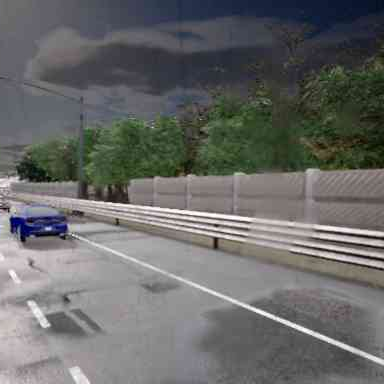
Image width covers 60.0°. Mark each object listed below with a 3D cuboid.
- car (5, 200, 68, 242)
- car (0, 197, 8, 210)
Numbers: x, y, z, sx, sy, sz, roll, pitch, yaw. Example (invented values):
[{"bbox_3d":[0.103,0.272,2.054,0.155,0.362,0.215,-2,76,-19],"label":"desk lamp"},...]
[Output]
[{"bbox_3d":[-7.343,1.328,15.768,1.882,1.535,5.008,1,0,-35],"label":"car"},{"bbox_3d":[-18.316,1.166,31.496,2.033,1.411,5.357,1,0,-35],"label":"car"}]
